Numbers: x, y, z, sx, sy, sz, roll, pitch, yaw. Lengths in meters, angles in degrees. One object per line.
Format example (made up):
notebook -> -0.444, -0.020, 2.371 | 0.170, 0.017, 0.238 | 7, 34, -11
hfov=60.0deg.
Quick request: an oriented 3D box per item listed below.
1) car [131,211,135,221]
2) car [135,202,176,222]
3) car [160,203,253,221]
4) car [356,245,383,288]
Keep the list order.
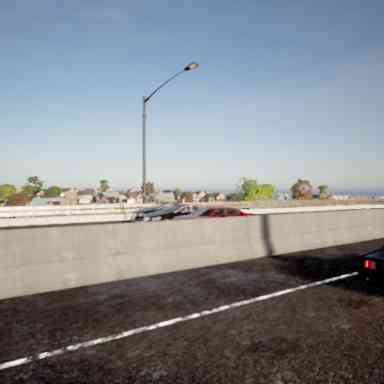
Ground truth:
car -> -1.973, 1.499, 24.010 | 4.902, 1.511, 2.128 | 0, 0, -35
car -> -0.670, 1.499, 20.648 | 4.902, 1.511, 2.128 | 0, 0, -35
car -> 1.087, 1.486, 17.605 | 5.008, 1.535, 1.882 | 0, 0, -35
car -> 6.064, 1.610, 8.028 | 4.718, 1.301, 1.895 | 0, 0, -35
